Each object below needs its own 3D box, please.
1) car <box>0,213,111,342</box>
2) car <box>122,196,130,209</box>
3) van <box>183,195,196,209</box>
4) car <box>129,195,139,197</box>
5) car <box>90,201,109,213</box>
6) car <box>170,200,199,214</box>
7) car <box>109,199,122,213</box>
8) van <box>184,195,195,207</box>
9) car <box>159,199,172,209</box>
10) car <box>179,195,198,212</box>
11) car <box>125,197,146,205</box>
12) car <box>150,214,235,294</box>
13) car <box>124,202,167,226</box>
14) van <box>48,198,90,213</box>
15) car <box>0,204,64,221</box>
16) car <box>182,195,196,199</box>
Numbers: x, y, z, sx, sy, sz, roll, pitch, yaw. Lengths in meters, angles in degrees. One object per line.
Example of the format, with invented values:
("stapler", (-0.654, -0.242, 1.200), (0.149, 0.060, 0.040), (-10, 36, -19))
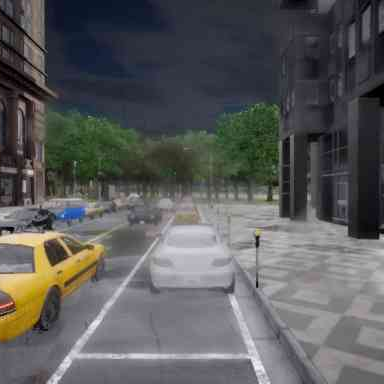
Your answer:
("car", (-3.144, 1.455, 6.712), (1.801, 1.575, 5.366), (0, 0, 0))
("car", (-8.909, 1.534, 39.716), (1.752, 1.417, 4.829), (0, 0, 0))
("van", (-0.384, 1.353, 45.324), (1.690, 1.788, 3.998), (0, 0, 0))
("car", (-8.910, 1.452, 45.324), (1.967, 1.590, 4.097), (0, 0, 0))
("car", (-8.909, 1.529, 28.841), (1.752, 1.417, 4.829), (0, 0, 0))
("car", (-0.384, 1.528, 23.743), (1.752, 1.417, 4.829), (0, 0, 0))
("car", (-8.909, 1.572, 34.448), (1.947, 1.339, 4.313), (0, 0, 0))
("van", (-0.384, 1.355, 50.761), (1.690, 1.788, 3.998), (0, 0, 0))
("car", (-3.072, 1.535, 39.864), (1.812, 1.442, 4.674), (0, 0, 0))
("car", (-0.384, 1.324, 39.886), (2.192, 1.841, 5.009), (0, 0, 0))
("car", (-6.219, 1.572, 39.156), (1.994, 1.385, 4.181), (0, 0, 0))
("car", (0.003, 1.526, 8.650), (1.812, 1.442, 4.674), (0, 0, 0))
("car", (-3.083, 1.603, 23.049), (1.895, 1.301, 4.718), (0, 0, 0))
("van", (-8.909, 1.344, 23.573), (1.690, 1.788, 3.998), (0, 0, 0))
("car", (-8.909, 1.567, 18.136), (1.947, 1.339, 4.313), (0, 0, 0))
("car", (-0.384, 1.446, 34.448), (1.967, 1.590, 4.097), (0, 0, 0))
